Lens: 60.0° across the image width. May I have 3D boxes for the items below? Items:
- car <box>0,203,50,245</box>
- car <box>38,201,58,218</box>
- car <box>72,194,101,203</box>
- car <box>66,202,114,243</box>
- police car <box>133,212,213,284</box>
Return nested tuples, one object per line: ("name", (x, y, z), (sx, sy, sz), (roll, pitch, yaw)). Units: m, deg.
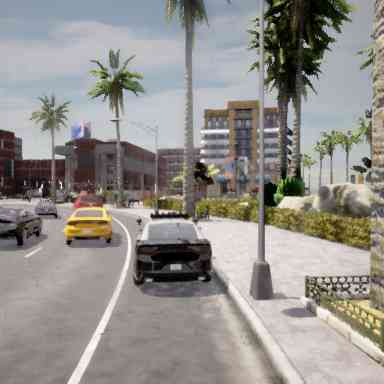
("car", (-8.238, 1.486, 15.222), (2.128, 1.511, 4.902), (0, 0, -12))
("car", (-12.953, 1.537, 29.500), (2.033, 1.411, 5.357), (0, 0, -24))
("car", (-9.769, 1.209, 30.953), (2.150, 2.045, 5.566), (0, 0, -24))
("car", (-4.857, 1.474, 16.125), (1.882, 1.535, 5.008), (0, 0, -13))
("police car", (-0.678, 1.424, 9.770), (1.930, 1.638, 5.238), (0, 0, -7))
